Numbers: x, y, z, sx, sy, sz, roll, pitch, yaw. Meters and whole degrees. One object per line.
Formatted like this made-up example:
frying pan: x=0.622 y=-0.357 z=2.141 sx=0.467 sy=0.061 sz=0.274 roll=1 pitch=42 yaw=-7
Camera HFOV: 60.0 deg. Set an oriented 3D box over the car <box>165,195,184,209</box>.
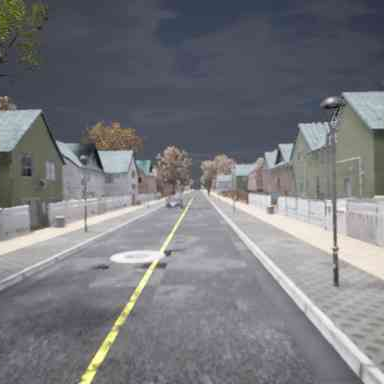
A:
car: x=-1.970 y=1.144 z=38.521 sx=2.128 sy=1.511 sz=4.902 roll=-1 pitch=1 yaw=1
